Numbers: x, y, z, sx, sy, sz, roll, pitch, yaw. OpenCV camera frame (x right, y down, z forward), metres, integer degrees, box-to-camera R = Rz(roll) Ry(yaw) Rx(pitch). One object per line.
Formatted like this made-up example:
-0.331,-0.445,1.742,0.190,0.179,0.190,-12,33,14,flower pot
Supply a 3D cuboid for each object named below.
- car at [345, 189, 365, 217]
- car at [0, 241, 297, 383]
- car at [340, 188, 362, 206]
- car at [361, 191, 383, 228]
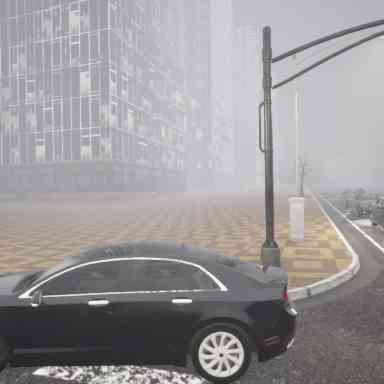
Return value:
11.110,0.759,20.678,1.994,1.385,4.181,-1,2,17,car
-1.047,1.505,4.762,4.892,1.490,1.837,0,0,0,car
13.112,0.454,26.740,2.128,1.511,4.902,-1,2,18,car
9.054,0.928,14.386,2.128,1.511,4.902,-1,2,18,car
